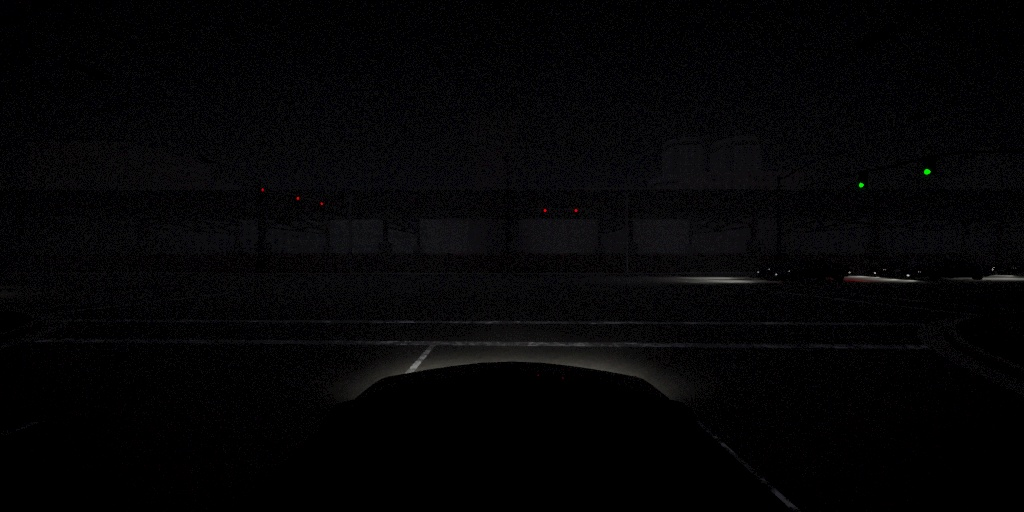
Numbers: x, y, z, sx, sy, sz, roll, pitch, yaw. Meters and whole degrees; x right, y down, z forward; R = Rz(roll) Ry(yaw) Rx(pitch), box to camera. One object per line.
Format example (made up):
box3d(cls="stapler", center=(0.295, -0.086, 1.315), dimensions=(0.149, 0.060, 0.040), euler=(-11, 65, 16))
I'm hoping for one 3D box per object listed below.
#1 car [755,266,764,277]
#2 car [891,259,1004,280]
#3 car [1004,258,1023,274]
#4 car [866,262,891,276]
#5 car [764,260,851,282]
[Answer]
box3d(cls="car", center=(23.110, 1.056, 30.011), dimensions=(4.902, 1.511, 2.128), euler=(-1, 0, 2))
box3d(cls="car", center=(31.761, 1.010, 26.282), dimensions=(5.357, 1.411, 2.033), euler=(-1, 0, 1))
box3d(cls="car", center=(43.071, 0.824, 29.479), dimensions=(5.357, 1.411, 2.033), euler=(-1, 0, 1))
box3d(cls="car", center=(32.850, 0.991, 29.754), dimensions=(5.357, 1.411, 2.033), euler=(-1, 0, 1))
box3d(cls="car", center=(22.053, 1.070, 26.531), dimensions=(4.902, 1.511, 2.128), euler=(-1, 0, 1))
